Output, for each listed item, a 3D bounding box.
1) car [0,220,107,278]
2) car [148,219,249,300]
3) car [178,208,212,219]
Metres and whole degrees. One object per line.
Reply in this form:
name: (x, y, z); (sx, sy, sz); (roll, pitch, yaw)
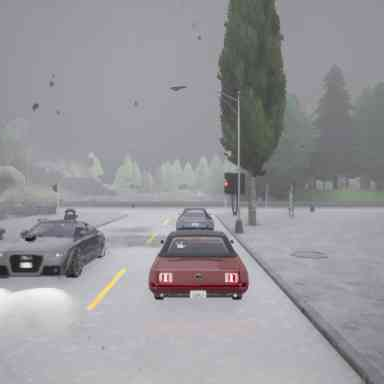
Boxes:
car: (-3.968, 1.564, 9.954); (1.994, 1.385, 4.181); (0, 0, 0)
car: (0.127, 1.601, 8.351); (1.895, 1.301, 4.718); (0, 0, 0)
car: (0.162, 1.564, 18.390); (1.994, 1.385, 4.181); (0, 0, 0)
